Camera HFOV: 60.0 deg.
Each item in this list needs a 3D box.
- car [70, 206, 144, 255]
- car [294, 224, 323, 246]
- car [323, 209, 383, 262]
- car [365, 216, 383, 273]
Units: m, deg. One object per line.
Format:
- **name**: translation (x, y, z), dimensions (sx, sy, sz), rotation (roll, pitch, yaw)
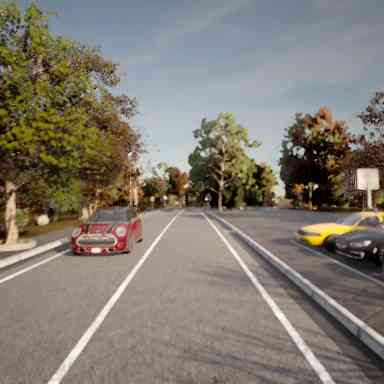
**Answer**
- **car**: translation (-3.306, 1.424, 13.677), dimensions (2.097, 1.767, 4.553), rotation (0, 0, 0)
- **car**: translation (6.846, 1.454, 13.130), dimensions (5.366, 1.575, 1.946), rotation (0, 0, 0)
- **car**: translation (7.046, 1.439, 10.362), dimensions (4.892, 1.521, 2.231), rotation (0, 0, 0)
- **car**: translation (7.056, 1.429, 7.590), dimensions (5.008, 1.535, 2.097), rotation (0, 0, 0)
